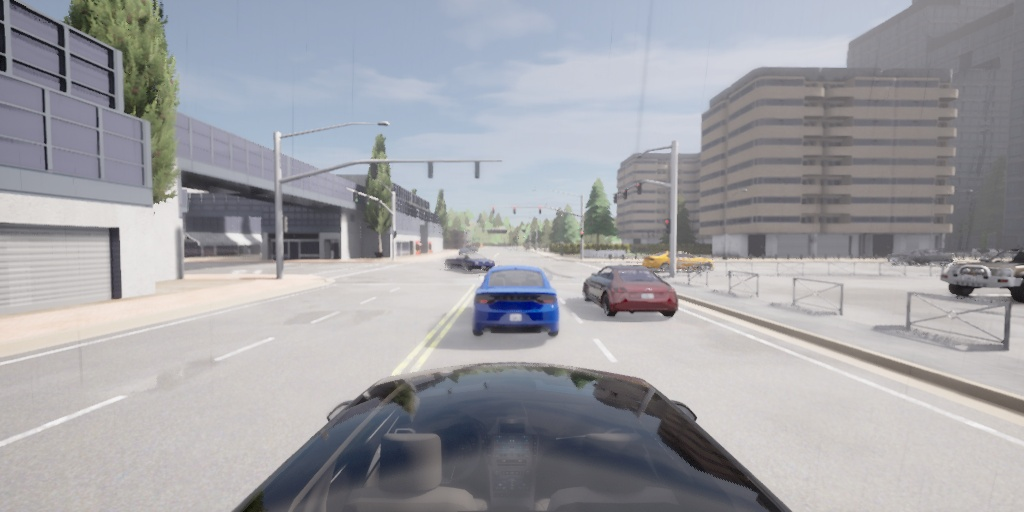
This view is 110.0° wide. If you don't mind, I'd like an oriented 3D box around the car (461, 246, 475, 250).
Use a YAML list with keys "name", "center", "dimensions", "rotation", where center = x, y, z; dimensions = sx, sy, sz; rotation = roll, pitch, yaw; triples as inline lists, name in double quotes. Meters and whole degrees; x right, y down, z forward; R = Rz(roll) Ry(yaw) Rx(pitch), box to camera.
- name: "car"
  center: [-8.011, -0.753, 61.754]
  dimensions: [2.033, 1.411, 5.357]
  rotation: [0, 2, -1]

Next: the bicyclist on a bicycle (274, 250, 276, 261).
- name: "bicyclist on a bicycle"
  center: [-25.838, -0.258, 39.635]
  dimensions: [0.582, 1.620, 1.656]
  rotation: [0, 2, -1]

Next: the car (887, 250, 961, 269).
- name: "car"
  center: [38.342, 0.180, 33.785]
  dimensions: [4.902, 1.511, 2.128]
  rotation: [0, 2, -1]

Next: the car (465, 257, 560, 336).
- name: "car"
  center: [0.095, 0.964, 9.444]
  dimensions: [1.882, 1.535, 5.008]
  rotation: [0, 2, 0]

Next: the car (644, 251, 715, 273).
- name: "car"
  center: [12.172, 0.402, 26.244]
  dimensions: [5.008, 1.535, 1.882]
  rotation: [0, 1, -4]

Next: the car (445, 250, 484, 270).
- name: "car"
  center: [-3.355, 0.472, 27.458]
  dimensions: [1.895, 1.301, 4.718]
  rotation: [-1, 2, -36]

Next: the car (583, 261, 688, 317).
- name: "car"
  center: [3.603, 0.979, 11.578]
  dimensions: [1.994, 1.385, 4.181]
  rotation: [0, 2, 0]
